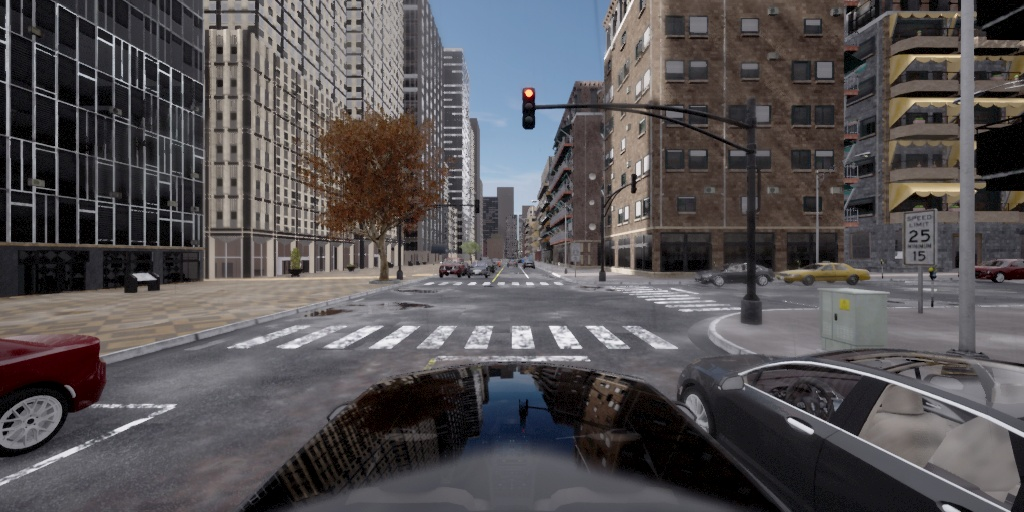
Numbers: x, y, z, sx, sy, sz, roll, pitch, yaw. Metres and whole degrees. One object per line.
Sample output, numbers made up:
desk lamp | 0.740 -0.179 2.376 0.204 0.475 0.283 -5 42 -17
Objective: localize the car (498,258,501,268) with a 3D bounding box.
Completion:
car | -3.097 1.381 53.099 1.895 1.301 4.718 0 0 0

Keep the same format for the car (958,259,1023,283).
car | 30.135 0.859 21.919 4.507 1.381 1.888 0 0 -1

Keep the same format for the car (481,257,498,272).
car | -3.101 1.123 43.381 2.097 1.767 4.553 0 0 0

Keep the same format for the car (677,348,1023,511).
car | 2.689 1.300 2.332 2.007 1.370 4.403 0 0 0

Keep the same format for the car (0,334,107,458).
car | -5.691 1.295 2.331 1.888 1.381 4.507 0 0 0

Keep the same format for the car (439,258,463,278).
car | -5.694 1.079 34.719 2.192 1.841 5.009 0 0 0

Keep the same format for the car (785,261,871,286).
car | 18.831 0.993 21.804 4.829 1.417 1.751 0 0 -1

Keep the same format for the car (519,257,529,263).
car | 2.685 1.316 62.503 1.751 1.417 4.829 0 0 0

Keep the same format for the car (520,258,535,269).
car | 2.686 1.349 56.810 1.948 1.339 4.313 0 0 0

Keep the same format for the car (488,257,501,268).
car | -3.040 1.148 64.263 2.097 1.767 4.553 0 0 1

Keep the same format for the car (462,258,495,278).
car | -3.103 1.255 34.209 2.128 1.511 4.902 0 0 0

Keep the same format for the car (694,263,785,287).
car | 13.434 1.095 21.749 4.403 1.370 2.007 0 0 -1

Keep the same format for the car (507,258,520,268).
car | 0.098 1.284 64.100 2.128 1.511 4.902 0 0 0
